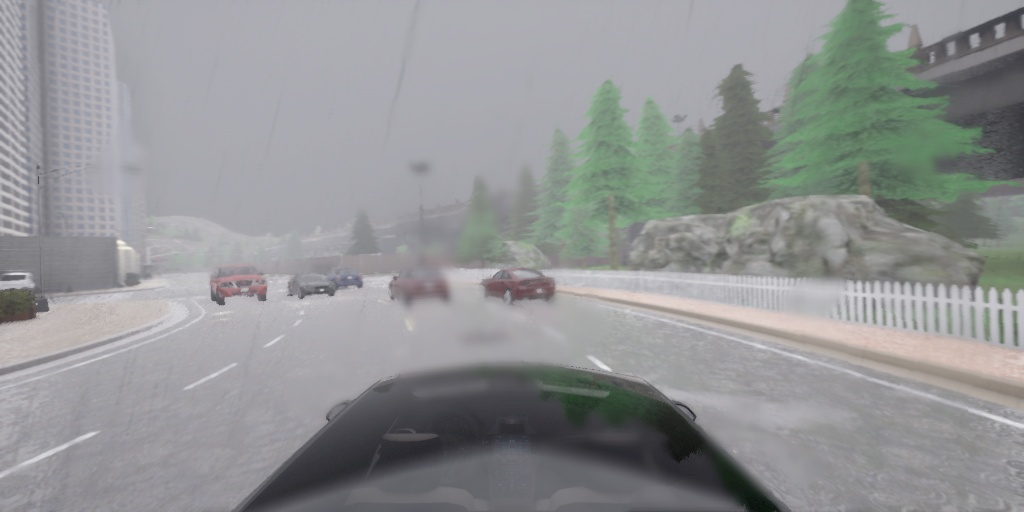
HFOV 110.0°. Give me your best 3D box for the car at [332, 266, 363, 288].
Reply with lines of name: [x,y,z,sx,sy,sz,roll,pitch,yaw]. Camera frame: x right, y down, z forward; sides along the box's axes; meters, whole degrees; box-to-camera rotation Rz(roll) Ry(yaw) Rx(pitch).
car: [-13.578,1.689,28.413,2.097,1.767,4.553,-2,0,-43]

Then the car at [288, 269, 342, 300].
car: [-12.507,1.789,22.268,1.837,1.490,4.892,-2,-1,-43]

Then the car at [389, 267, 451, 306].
car: [-4.643,1.323,17.652,2.097,1.767,4.553,-2,0,-29]

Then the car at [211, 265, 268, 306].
car: [-16.028,1.547,20.948,2.150,2.045,5.566,-2,0,-44]

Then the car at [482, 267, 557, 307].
car: [0.141,1.257,16.028,1.882,1.535,5.008,-2,0,-23]
